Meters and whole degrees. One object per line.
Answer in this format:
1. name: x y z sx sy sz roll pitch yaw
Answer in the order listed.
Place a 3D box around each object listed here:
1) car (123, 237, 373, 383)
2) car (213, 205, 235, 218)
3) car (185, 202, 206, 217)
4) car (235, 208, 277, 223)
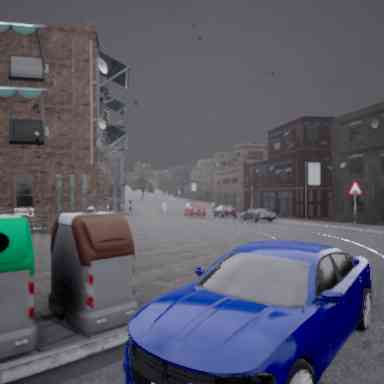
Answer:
1. car: 1.269 1.519 4.914 1.882 1.535 5.008 1 0 38
2. car: 4.270 2.457 43.864 2.097 1.767 4.553 0 -1 -12
3. car: 0.416 2.427 46.739 2.150 2.045 5.566 0 -1 -12
4. car: 6.491 2.263 33.141 2.033 1.411 5.357 0 -2 -12
